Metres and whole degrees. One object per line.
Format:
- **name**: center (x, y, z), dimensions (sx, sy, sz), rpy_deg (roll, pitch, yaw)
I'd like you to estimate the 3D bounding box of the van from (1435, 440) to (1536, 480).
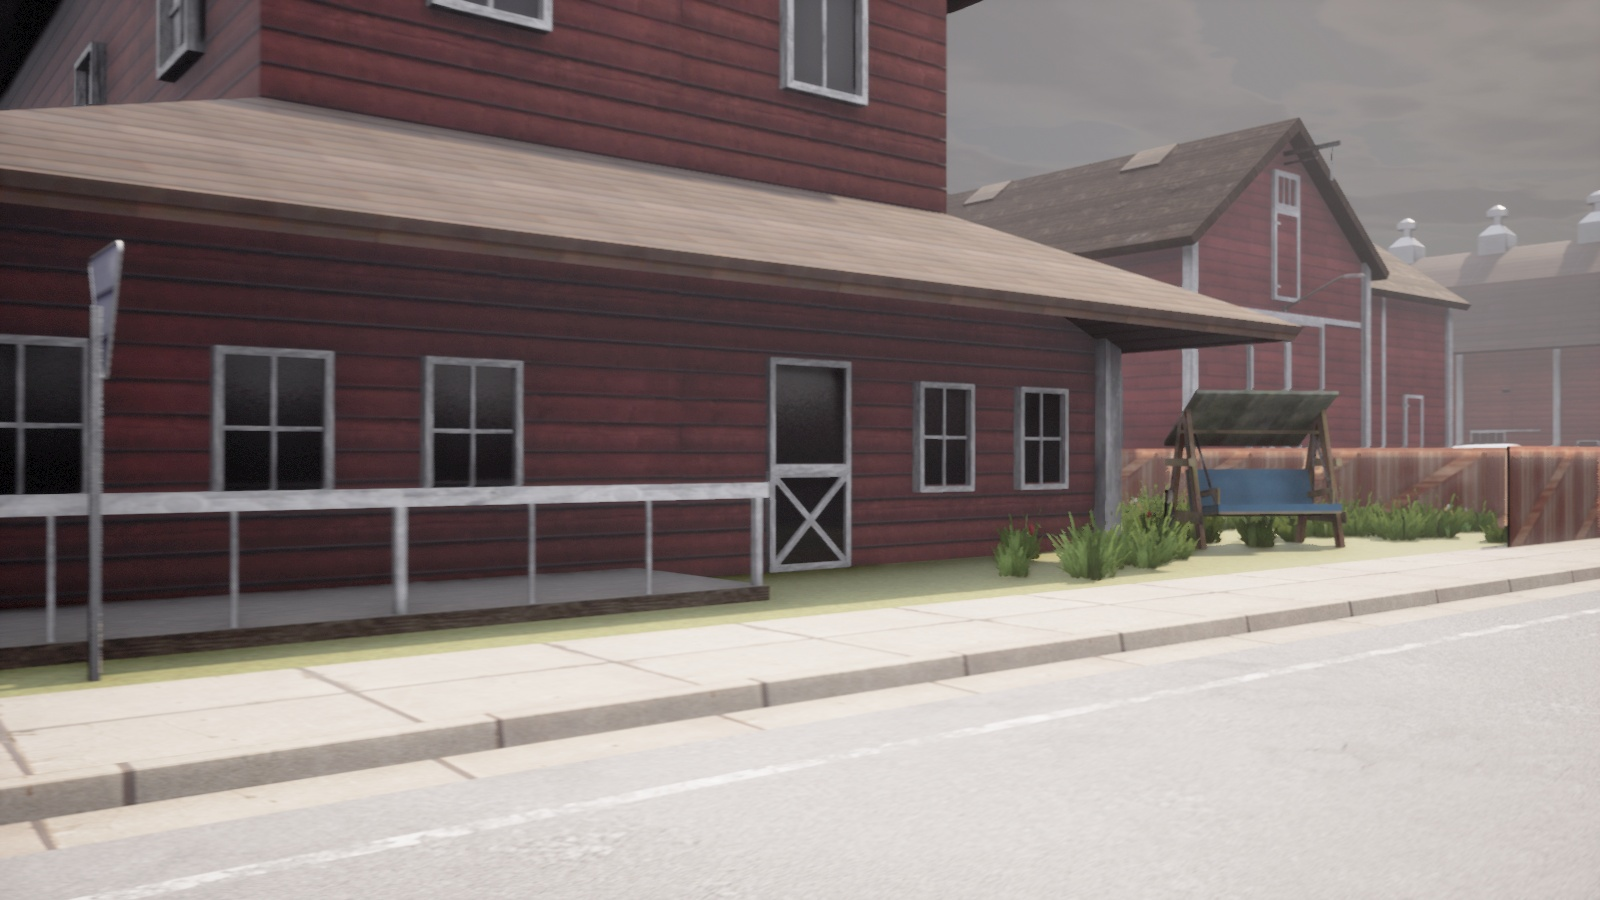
- **van**: center (36.481, 0.542, 66.945), dimensions (2.069, 2.038, 4.480), rpy_deg (0, 0, -20)
